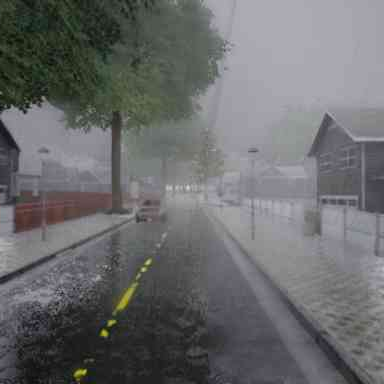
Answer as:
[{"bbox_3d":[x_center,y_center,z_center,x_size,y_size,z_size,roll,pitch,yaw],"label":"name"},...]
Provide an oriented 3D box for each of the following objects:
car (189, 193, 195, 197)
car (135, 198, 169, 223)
[{"bbox_3d":[0.006,1.108,87.223,1.994,1.385,4.181,0,0,0],"label":"car"},{"bbox_3d":[-2.839,1.275,24.567,2.097,1.767,4.553,0,0,0],"label":"car"}]
